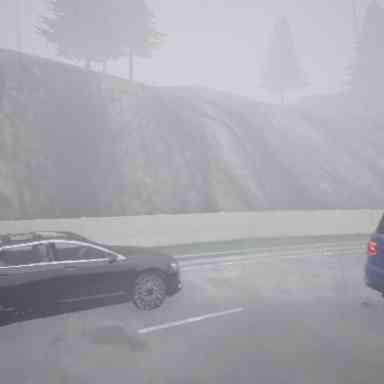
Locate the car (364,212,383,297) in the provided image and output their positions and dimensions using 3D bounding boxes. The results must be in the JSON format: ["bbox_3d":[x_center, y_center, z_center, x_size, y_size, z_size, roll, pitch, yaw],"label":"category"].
[{"bbox_3d":[5.977,1.221,6.572,5.566,2.045,2.150,0,0,-24],"label":"car"}]

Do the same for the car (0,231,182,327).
[{"bbox_3d":[-2.510,1.492,6.187,4.902,1.511,2.128,0,0,-33],"label":"car"}]
